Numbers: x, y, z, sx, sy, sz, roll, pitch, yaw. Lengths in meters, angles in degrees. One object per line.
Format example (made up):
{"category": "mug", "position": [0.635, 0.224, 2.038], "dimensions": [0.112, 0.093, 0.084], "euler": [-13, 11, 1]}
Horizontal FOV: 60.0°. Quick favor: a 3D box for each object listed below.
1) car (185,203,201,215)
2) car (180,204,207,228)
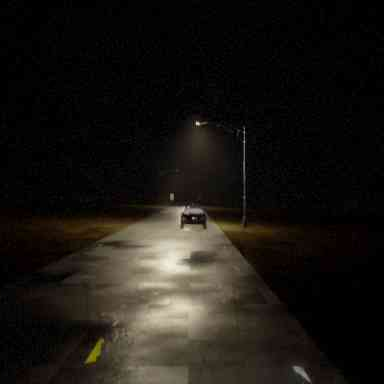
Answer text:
{"category": "car", "position": [0.109, 2.113, 41.955], "dimensions": [1.895, 1.301, 4.718], "euler": [0, -1, 0]}
{"category": "car", "position": [0.105, 1.819, 24.527], "dimensions": [2.033, 1.411, 5.357], "euler": [0, -1, 0]}
